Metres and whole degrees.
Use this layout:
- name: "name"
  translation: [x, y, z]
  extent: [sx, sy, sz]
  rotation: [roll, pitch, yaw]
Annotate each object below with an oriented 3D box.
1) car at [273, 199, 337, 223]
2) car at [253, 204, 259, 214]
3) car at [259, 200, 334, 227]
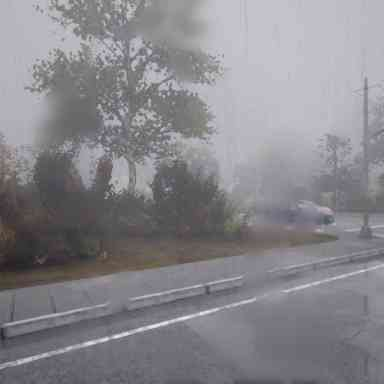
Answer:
- name: "car"
  translation: [9.141, 1.444, 27.166]
  extent: [2.097, 1.767, 4.553]
  rotation: [0, -1, -39]
- name: "car"
  translation: [7.724, 1.747, 34.706]
  extent: [1.994, 1.385, 4.181]
  rotation: [0, -1, -41]
- name: "car"
  translation: [7.510, 1.550, 23.595]
  extent: [1.882, 1.535, 5.008]
  rotation: [0, -1, -38]
